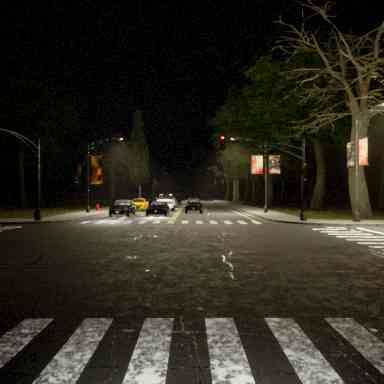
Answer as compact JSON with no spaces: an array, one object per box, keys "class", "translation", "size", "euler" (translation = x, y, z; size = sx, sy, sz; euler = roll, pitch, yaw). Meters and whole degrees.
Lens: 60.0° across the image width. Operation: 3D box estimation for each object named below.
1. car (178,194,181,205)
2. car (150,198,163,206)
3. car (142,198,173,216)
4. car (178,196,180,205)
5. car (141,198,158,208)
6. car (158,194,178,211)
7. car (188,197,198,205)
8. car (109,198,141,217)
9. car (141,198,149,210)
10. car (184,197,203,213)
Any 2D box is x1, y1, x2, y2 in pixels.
[{"class":"car","translation":[-3.176,1.406,62.470],"size":[2.150,2.045,5.566],"euler":[0,0,1]},{"class":"car","translation":[-6.440,1.776,61.215],"size":[1.895,1.301,4.718],"euler":[0,0,0]},{"class":"car","translation":[-3.272,1.584,32.249],"size":[1.994,1.385,4.181],"euler":[0,0,1]},{"class":"car","translation":[-3.243,1.704,51.857],"size":[1.895,1.301,4.718],"euler":[0,0,0]},{"class":"car","translation":[-6.498,1.662,51.157],"size":[1.994,1.385,4.181],"euler":[0,0,-1]},{"class":"car","translation":[-3.262,1.267,41.606],"size":[2.150,2.045,5.566],"euler":[0,0,0]},{"class":"car","translation":[0.223,1.682,64.950],"size":[1.882,1.535,5.008],"euler":[0,0,0]},{"class":"car","translation":[-6.532,1.510,31.612],"size":[2.128,1.511,4.902],"euler":[0,0,0]},{"class":"car","translation":[-6.512,1.521,41.111],"size":[1.882,1.535,5.008],"euler":[0,0,0]},{"class":"car","translation":[0.180,1.523,37.853],"size":[2.128,1.511,4.902],"euler":[0,0,0]}]
